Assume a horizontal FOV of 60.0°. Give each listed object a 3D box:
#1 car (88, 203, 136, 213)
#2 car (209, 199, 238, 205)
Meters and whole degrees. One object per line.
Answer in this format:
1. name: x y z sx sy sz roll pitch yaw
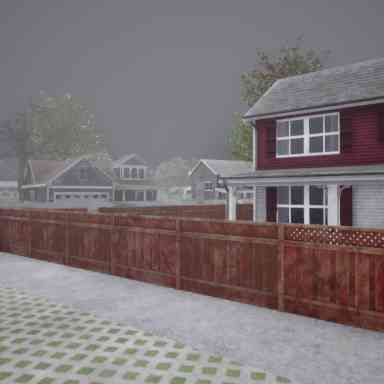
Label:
1. car: -6.113 1.617 26.179 4.892 1.490 1.837 0 0 -36
2. car: 2.678 1.517 32.374 4.553 1.767 2.097 0 0 -34
